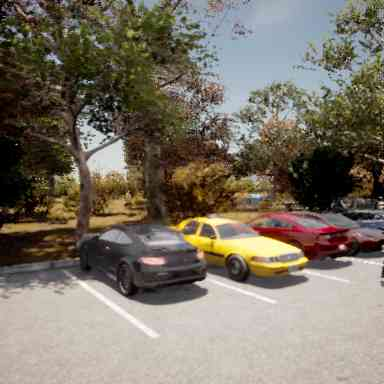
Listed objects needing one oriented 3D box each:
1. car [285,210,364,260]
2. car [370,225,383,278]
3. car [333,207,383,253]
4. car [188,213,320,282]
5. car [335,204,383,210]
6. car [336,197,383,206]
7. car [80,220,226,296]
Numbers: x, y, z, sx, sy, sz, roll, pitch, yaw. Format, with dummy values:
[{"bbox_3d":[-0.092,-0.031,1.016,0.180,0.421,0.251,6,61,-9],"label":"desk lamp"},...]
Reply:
[{"bbox_3d":[3.071,1.502,11.983,2.097,1.535,5.008,0,0,-35],"label":"car"},{"bbox_3d":[6.611,1.587,8.387,4.181,1.385,1.994,0,0,-35],"label":"car"},{"bbox_3d":[5.352,1.538,13.580,2.163,1.488,4.792,0,0,-35],"label":"car"},{"bbox_3d":[0.906,1.492,10.220,1.946,1.575,5.366,0,0,-35],"label":"car"},{"bbox_3d":[7.587,1.544,15.243,2.163,1.488,4.792,0,0,-35],"label":"car"},{"bbox_3d":[9.887,1.271,16.813,2.435,2.045,5.566,0,0,-35],"label":"car"},{"bbox_3d":[-1.469,1.529,8.753,2.002,1.452,4.674,0,0,-35],"label":"car"}]
